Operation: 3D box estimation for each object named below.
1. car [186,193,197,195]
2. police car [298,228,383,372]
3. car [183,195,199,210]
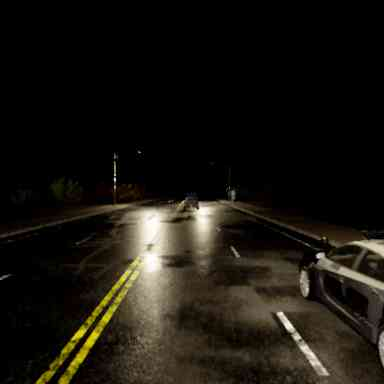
[{"bbox_3d":[-0.041,1.323,56.447,1.882,1.535,5.008,0,0,0],"label":"car"},{"bbox_3d":[3.236,1.412,5.383,1.930,1.638,5.238,0,0,0],"label":"police car"},{"bbox_3d":[-0.105,1.413,41.716,1.812,1.442,4.674,0,0,0],"label":"car"}]
